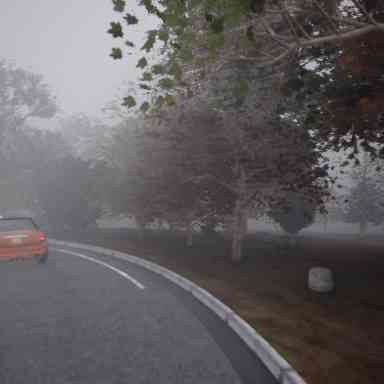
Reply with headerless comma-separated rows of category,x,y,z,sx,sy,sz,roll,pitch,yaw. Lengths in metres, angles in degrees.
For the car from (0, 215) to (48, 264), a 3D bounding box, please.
car,-7.032,1.602,12.192,2.097,1.767,4.553,1,-2,-42
